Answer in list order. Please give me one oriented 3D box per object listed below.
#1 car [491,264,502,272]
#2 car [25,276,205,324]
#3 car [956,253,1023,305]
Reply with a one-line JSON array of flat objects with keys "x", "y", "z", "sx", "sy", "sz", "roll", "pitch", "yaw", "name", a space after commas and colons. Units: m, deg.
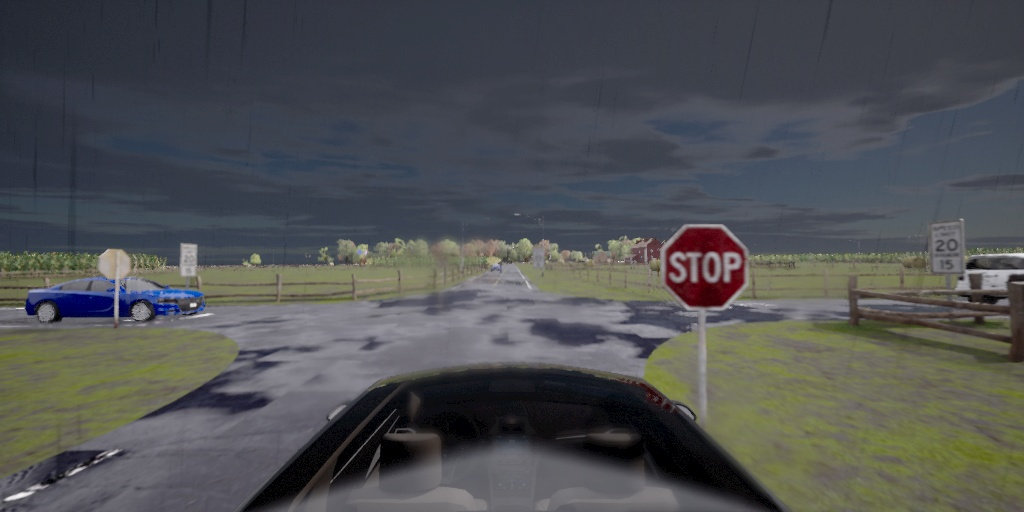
[{"x": -2.785, "y": 2.114, "z": 64.573, "sx": 1.812, "sy": 1.442, "sz": 4.674, "roll": 0, "pitch": -1, "yaw": 0, "name": "car"}, {"x": -13.727, "y": 1.469, "z": 12.618, "sx": 5.008, "sy": 1.535, "sz": 1.882, "roll": 0, "pitch": -2, "yaw": 0, "name": "car"}, {"x": 19.564, "y": 0.909, "z": 12.846, "sx": 5.566, "sy": 2.045, "sz": 2.150, "roll": 0, "pitch": -2, "yaw": 0, "name": "car"}]
